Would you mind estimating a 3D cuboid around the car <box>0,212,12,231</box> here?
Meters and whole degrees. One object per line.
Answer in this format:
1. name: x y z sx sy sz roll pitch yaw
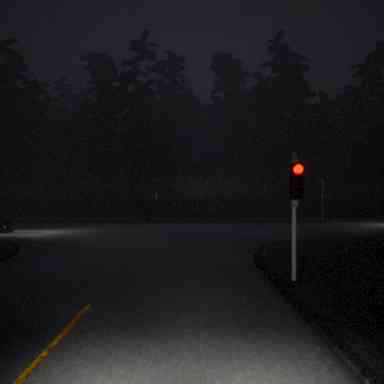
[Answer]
1. car: -12.517 1.362 18.346 4.553 1.767 2.097 0 0 0
